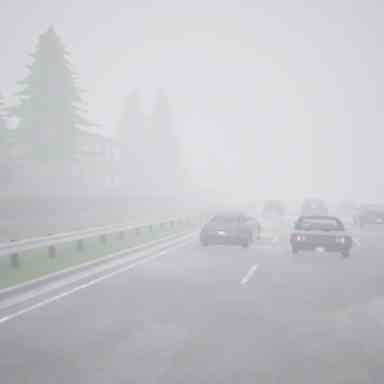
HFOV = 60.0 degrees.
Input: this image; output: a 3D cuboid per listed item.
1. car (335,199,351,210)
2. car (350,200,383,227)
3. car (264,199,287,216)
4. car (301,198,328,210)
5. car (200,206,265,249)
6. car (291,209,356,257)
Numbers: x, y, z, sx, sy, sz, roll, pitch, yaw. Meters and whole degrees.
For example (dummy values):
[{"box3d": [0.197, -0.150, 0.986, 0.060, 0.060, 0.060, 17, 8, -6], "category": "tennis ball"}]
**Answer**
[{"box3d": [17.568, 1.487, 37.951, 1.994, 1.385, 4.181, 0, 0, 20], "category": "car"}, {"box3d": [11.768, 1.483, 21.721, 1.812, 1.442, 4.674, 0, 0, 19], "category": "car"}, {"box3d": [7.961, 1.440, 31.854, 1.837, 1.490, 4.892, 0, 0, 20], "category": "car"}, {"box3d": [10.814, 1.293, 29.431, 2.097, 1.767, 4.553, 0, 0, 20], "category": "car"}, {"box3d": [1.820, 1.534, 14.627, 1.994, 1.385, 4.181, 0, 0, 20], "category": "car"}, {"box3d": [4.932, 1.575, 12.935, 1.895, 1.301, 4.718, 0, 0, 20], "category": "car"}]
